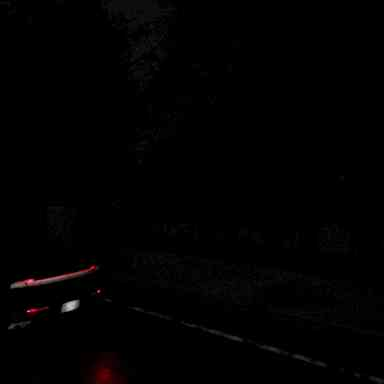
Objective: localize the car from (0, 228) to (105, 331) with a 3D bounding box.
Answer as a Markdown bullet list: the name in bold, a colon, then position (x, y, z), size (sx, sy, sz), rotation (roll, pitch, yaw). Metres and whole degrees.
- **car**: position (-3.751, 1.451, 6.351), size (4.902, 1.511, 2.128), rotation (1, 0, 36)
